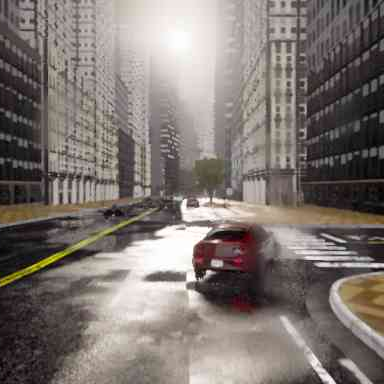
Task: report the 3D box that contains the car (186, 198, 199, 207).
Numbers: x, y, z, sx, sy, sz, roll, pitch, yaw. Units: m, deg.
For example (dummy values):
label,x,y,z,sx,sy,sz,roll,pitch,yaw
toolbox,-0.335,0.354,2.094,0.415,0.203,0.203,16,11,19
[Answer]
label,x,y,z,sx,sy,sz,roll,pitch,yaw
car,0.113,1.669,54.084,1.994,1.385,4.181,0,0,0

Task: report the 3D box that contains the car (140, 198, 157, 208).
label,x,y,z,sx,sy,sz,roll,pitch,yaw
car,-6.555,1.603,49.325,1.837,1.490,4.892,0,-1,0

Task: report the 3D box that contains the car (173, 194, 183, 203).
label,x,y,z,sx,sy,sz,roll,pitch,yaw
car,-3.227,1.369,73.453,2.150,2.045,5.566,0,0,0

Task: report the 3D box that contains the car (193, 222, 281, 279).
label,x,y,z,sx,sy,sz,roll,pitch,yaw
car,1.492,1.649,10.395,1.812,1.442,4.674,-1,-2,22

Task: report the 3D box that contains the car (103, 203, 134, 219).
label,x,y,z,sx,sy,sz,roll,pitch,yaw
car,-6.590,1.659,30.129,1.895,1.301,4.718,0,0,0

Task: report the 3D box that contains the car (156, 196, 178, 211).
label,x,y,z,sx,sy,sz,roll,pitch,yaw
car,-3.140,1.588,42.748,1.837,1.490,4.892,0,0,0

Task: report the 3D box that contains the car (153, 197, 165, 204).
label,x,y,z,sx,sy,sz,roll,pitch,yaw
car,-6.485,1.732,66.602,1.994,1.385,4.181,0,0,0
